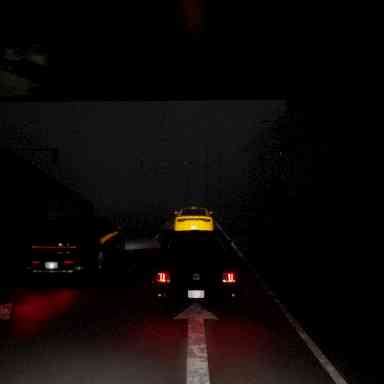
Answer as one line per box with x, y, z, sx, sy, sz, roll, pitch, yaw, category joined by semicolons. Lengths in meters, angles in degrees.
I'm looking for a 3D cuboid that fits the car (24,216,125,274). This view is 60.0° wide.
-3.412;1.507;10.491;1.837;1.490;4.892;0;0;0;car

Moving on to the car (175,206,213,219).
0.090;1.478;17.709;1.882;1.535;5.008;0;0;0;car

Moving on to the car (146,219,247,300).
0.087;1.601;8.366;1.895;1.301;4.718;0;0;0;car
